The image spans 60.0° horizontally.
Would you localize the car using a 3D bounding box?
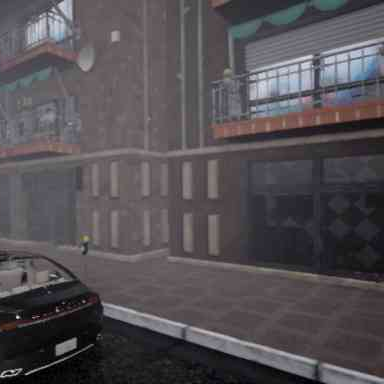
[{"bbox_3d":[-3.258,1.613,5.197,4.403,1.369,2.008,-1,-1,35],"label":"car"}]
